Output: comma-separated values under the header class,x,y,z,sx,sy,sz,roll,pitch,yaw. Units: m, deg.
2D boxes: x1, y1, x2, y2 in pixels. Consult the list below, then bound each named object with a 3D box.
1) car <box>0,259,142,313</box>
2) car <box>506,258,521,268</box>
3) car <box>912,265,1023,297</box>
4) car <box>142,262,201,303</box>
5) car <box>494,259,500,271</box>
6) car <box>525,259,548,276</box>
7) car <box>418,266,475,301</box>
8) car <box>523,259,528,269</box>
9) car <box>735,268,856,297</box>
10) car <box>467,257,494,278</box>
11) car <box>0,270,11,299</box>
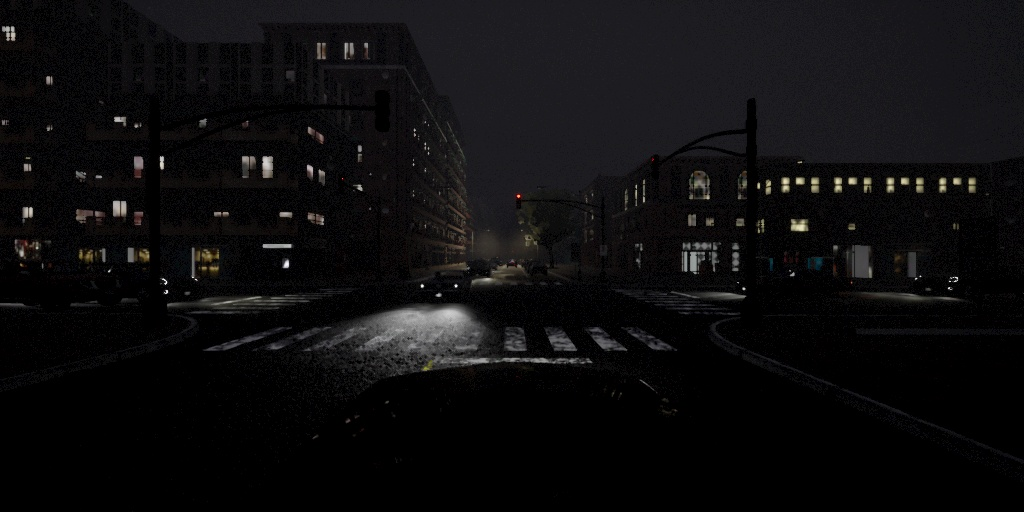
class,x,y,z,sx,sy,sz,roll,pitch,yaw
car,-17.276,1.013,13.123,5.009,1.841,2.192,0,0,0
car,0.003,1.319,63.198,2.128,1.511,4.902,0,0,0
car,24.524,1.219,19.206,4.553,1.767,2.097,0,0,0
car,-16.526,1.053,15.739,4.553,1.767,2.097,0,0,-1
car,-3.085,1.327,50.491,1.812,1.442,4.674,0,0,0
car,2.692,1.330,36.841,2.007,1.370,4.403,0,0,0
car,-3.098,1.355,17.401,1.895,1.301,4.718,0,0,0
car,2.693,1.228,42.538,1.967,1.591,4.097,0,0,0
car,15.025,1.372,19.140,5.357,1.411,2.033,0,0,0
car,-3.097,1.127,34.361,2.097,1.767,4.553,0,0,0
car,-25.582,1.274,15.653,4.718,1.301,1.895,0,0,0
